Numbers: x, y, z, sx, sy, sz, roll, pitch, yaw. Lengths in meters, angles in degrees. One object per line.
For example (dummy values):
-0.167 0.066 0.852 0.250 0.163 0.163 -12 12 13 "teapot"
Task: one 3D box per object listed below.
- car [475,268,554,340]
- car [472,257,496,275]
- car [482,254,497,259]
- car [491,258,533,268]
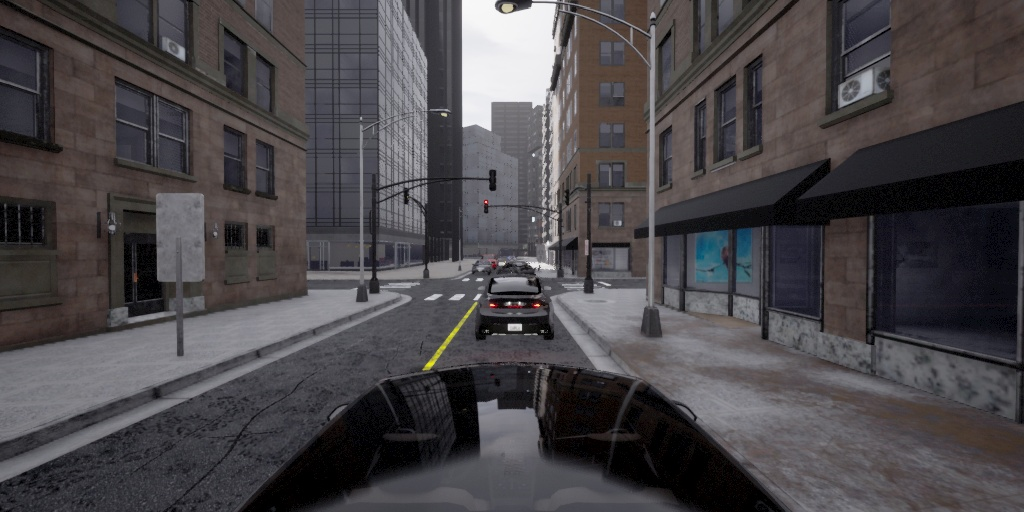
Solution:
0.073 1.252 9.961 1.837 1.490 4.892 0 0 0 "car"
-3.124 1.164 37.952 2.128 1.511 4.902 0 0 0 "car"
-3.138 0.810 48.256 2.150 2.045 5.566 0 1 0 "car"
0.238 1.223 29.998 1.837 1.490 4.892 -4 2 -24 "car"
